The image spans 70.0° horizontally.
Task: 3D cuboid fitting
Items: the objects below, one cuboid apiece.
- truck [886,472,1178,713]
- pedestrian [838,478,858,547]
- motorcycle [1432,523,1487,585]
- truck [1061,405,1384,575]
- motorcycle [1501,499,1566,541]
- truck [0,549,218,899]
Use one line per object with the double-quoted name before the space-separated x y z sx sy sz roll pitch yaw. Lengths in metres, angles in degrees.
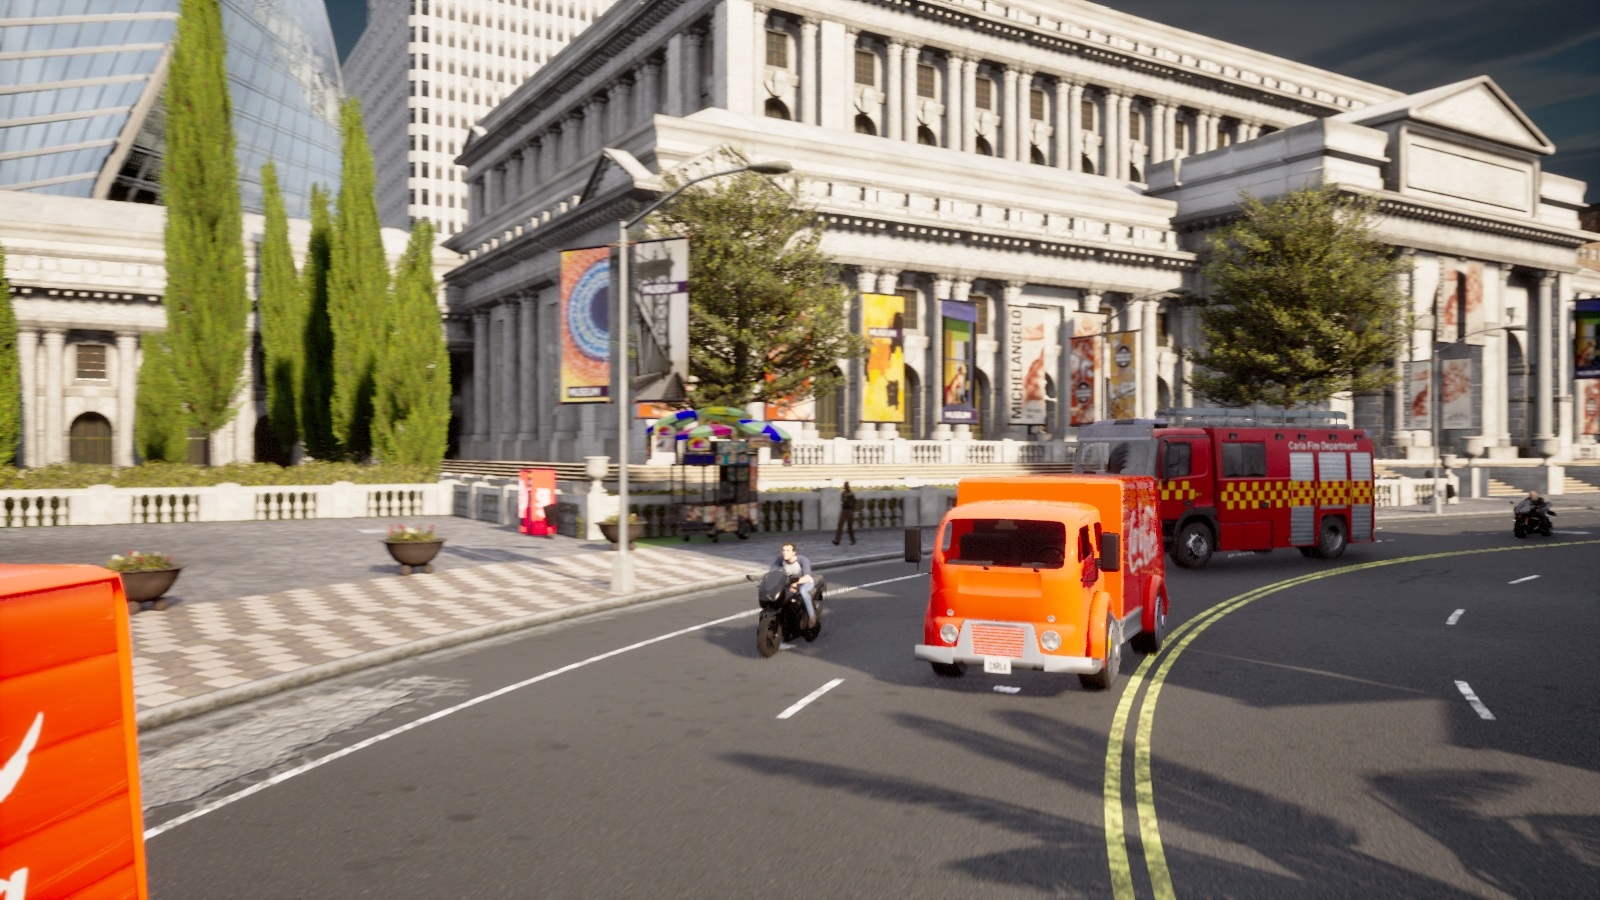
"truck" 3.294 1.573 15.074 2.627 2.467 5.204 0 0 25
"pedestrian" 1.309 1.697 31.257 0.375 1.860 0.375 0 0 40
"motorcycle" 14.298 2.227 24.809 0.803 1.145 2.033 1 0 24
"truck" 10.841 0.901 29.036 8.468 3.827 2.891 0 0 -29
"motorcycle" 23.646 2.230 36.823 2.209 1.251 0.867 0 0 -31
"truck" -3.400 1.564 1.270 2.627 2.467 5.204 0 0 3
